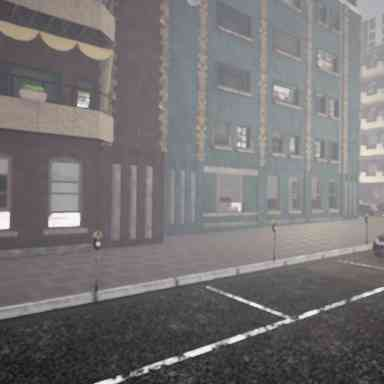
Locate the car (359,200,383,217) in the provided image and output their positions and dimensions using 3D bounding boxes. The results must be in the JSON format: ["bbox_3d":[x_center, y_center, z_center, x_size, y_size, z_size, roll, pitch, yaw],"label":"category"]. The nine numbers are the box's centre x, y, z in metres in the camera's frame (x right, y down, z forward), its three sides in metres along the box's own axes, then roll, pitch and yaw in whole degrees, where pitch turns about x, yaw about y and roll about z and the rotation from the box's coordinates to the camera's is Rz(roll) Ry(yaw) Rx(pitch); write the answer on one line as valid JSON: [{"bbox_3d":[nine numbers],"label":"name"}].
[{"bbox_3d":[14.947,1.355,31.761,2.192,1.841,5.009,1,-1,-36],"label":"car"}]

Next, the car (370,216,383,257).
[{"bbox_3d":[8.148,1.635,11.888,4.206,1.307,1.802,0,1,-35],"label":"car"}]
